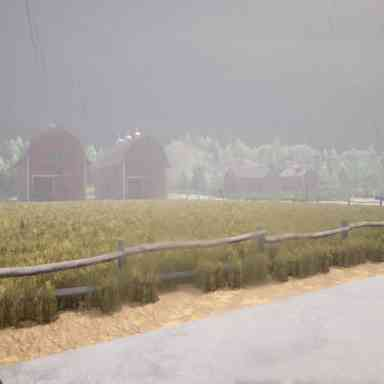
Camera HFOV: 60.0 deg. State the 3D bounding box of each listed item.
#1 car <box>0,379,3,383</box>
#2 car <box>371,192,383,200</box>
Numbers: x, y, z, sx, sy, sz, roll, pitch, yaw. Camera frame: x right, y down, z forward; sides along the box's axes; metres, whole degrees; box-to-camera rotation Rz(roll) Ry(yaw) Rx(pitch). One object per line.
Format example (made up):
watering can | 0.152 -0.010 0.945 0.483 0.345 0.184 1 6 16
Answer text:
car | -3.455 1.548 0.904 5.357 1.411 2.033 0 0 -39
car | 40.061 0.901 68.103 2.242 1.667 4.611 -1 0 -32
